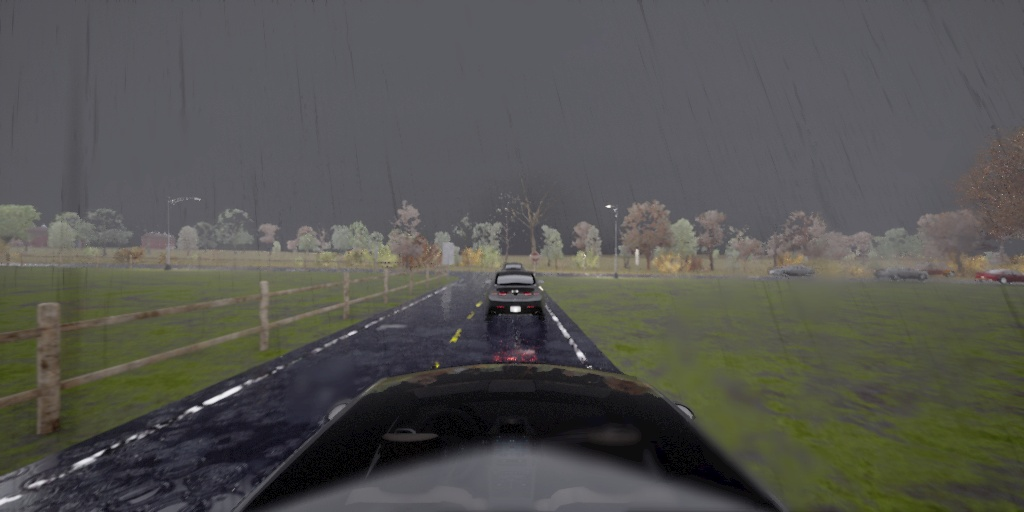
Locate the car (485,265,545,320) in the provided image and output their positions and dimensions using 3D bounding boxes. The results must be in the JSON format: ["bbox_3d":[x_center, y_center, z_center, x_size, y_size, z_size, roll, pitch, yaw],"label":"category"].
[{"bbox_3d":[0.100,1.252,12.592,1.837,1.490,4.892,0,0,0],"label":"car"}]

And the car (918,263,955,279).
[{"bbox_3d":[49.147,1.628,42.384,4.553,1.767,2.097,1,1,0],"label":"car"}]

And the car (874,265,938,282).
[{"bbox_3d":[43.074,2.049,39.618,4.902,1.511,2.128,1,1,0],"label":"car"}]

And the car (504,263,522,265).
[{"bbox_3d":[0.115,1.251,26.356,1.837,1.490,4.892,0,0,1],"label":"car"}]

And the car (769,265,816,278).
[{"bbox_3d":[33.196,1.835,42.514,4.902,1.511,2.128,1,1,0],"label":"car"}]
